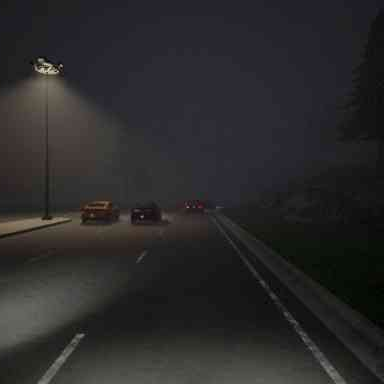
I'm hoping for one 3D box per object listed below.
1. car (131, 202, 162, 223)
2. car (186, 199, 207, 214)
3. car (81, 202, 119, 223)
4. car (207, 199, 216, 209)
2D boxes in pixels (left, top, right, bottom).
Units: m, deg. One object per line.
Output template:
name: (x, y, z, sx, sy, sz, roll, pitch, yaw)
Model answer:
car: (-3.401, 1.490, 25.175, 2.128, 1.511, 4.902, 0, 0, 0)
car: (0.327, 1.547, 35.189, 2.033, 1.411, 5.357, 0, 0, 3)
car: (-6.901, 1.477, 25.450, 1.882, 1.535, 5.008, 0, 0, 0)
car: (1.957, 1.563, 44.558, 1.994, 1.385, 4.181, 0, 0, 14)
